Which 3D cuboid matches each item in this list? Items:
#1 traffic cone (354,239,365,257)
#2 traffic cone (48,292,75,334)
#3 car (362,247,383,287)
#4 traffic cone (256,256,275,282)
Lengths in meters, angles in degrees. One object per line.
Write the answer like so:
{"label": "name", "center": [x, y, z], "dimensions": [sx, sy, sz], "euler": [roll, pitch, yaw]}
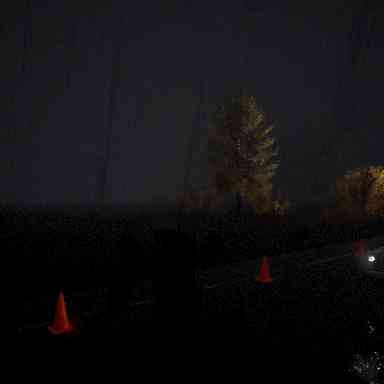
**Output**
{"label": "traffic cone", "center": [5.803, 1.893, 11.388], "dimensions": [0.340, 0.580, 0.340], "euler": [0, 0, -37]}
{"label": "traffic cone", "center": [-2.151, 1.951, 5.467], "dimensions": [0.340, 0.580, 0.340], "euler": [0, 0, -36]}
{"label": "car", "center": [6.098, 1.544, 8.061], "dimensions": [4.718, 1.301, 1.895], "euler": [0, 0, -37]}
{"label": "traffic cone", "center": [1.846, 1.921, 8.401], "dimensions": [0.340, 0.580, 0.340], "euler": [0, 0, -37]}
